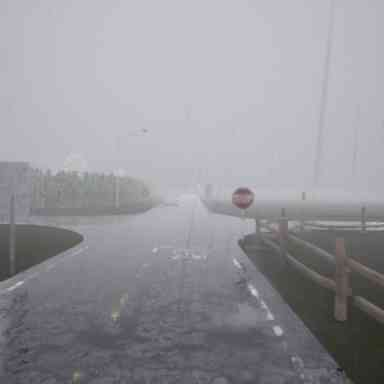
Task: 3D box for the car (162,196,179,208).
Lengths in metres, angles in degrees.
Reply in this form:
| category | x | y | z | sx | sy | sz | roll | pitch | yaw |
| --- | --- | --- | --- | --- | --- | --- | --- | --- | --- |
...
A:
| category | x | y | z | sx | sy | sz | roll | pitch | yaw |
| --- | --- | --- | --- | --- | --- | --- | --- | --- | --- |
| car | -2.762 | 1.288 | 43.180 | 1.812 | 1.442 | 4.674 | 0 | 2 | 0 |
